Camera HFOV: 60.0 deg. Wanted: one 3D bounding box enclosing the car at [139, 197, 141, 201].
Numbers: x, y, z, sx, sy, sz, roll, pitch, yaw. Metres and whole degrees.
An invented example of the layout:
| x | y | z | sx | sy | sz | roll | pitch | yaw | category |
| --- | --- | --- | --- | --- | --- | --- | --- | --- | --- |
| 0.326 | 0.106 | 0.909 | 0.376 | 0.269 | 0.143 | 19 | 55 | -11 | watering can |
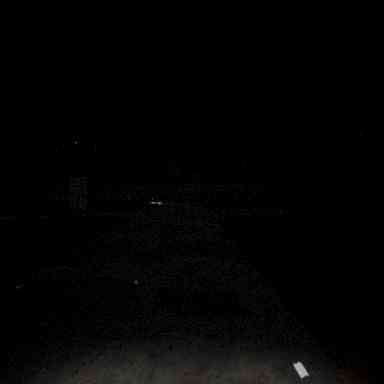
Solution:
| x | y | z | sx | sy | sz | roll | pitch | yaw | category |
| --- | --- | --- | --- | --- | --- | --- | --- | --- | --- |
| -11.140 | 1.532 | 80.909 | 1.895 | 1.301 | 4.718 | -1 | 0 | -37 | car |

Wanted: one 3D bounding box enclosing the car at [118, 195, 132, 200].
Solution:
| x | y | z | sx | sy | sz | roll | pitch | yaw | category |
| --- | --- | --- | --- | --- | --- | --- | --- | --- | --- |
| -17.790 | 1.475 | 88.402 | 4.181 | 1.385 | 1.994 | -1 | 1 | 42 | car |

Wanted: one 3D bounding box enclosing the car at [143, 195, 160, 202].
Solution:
| x | y | z | sx | sy | sz | roll | pitch | yaw | category |
| --- | --- | --- | --- | --- | --- | --- | --- | --- | --- |
| -8.387 | 1.408 | 71.161 | 1.882 | 1.535 | 5.008 | -1 | 0 | -24 | car |
